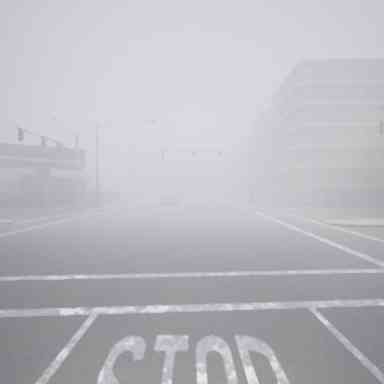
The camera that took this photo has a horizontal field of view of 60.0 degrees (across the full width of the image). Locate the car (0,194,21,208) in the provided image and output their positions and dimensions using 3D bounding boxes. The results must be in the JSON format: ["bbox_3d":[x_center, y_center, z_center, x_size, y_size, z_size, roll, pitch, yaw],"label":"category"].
[{"bbox_3d":[-23.310,1.086,39.238,4.611,1.667,2.242,0,0,1],"label":"car"}]

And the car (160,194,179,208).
[{"bbox_3d":[-3.161,1.310,44.536,2.033,1.411,5.357,0,0,0],"label":"car"}]

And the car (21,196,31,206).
[{"bbox_3d":[-24.027,1.216,44.989,3.806,1.475,1.970,0,0,1],"label":"car"}]

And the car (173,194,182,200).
[{"bbox_3d":[-3.349,1.072,76.730,1.994,1.385,4.181,0,0,0],"label":"car"}]

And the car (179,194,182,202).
[{"bbox_3d":[-3.257,1.179,61.026,1.837,1.490,4.892,0,0,0],"label":"car"}]
